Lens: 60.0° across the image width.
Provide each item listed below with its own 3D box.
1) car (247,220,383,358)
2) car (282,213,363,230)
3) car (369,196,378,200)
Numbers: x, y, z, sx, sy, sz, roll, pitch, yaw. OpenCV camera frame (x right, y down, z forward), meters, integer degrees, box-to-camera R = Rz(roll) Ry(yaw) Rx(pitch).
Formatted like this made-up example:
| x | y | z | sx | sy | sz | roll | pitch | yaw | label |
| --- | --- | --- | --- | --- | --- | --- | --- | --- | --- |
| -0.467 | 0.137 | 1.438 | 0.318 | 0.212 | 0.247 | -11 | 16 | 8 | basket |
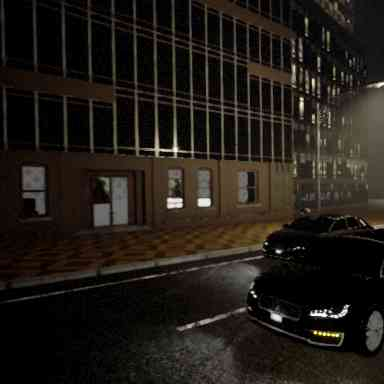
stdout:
| x | y | z | sx | sy | sz | roll | pitch | yaw | label |
| --- | --- | --- | --- | --- | --- | --- | --- | --- | --- |
| 3.106 | 1.498 | 6.125 | 4.892 | 1.490 | 1.837 | 0 | 0 | -37 | car |
| 4.431 | 1.496 | 11.266 | 4.892 | 1.490 | 1.837 | 0 | 0 | -39 | car |
| 43.942 | 1.280 | 82.200 | 4.206 | 1.307 | 1.802 | 0 | 1 | 44 | car |
